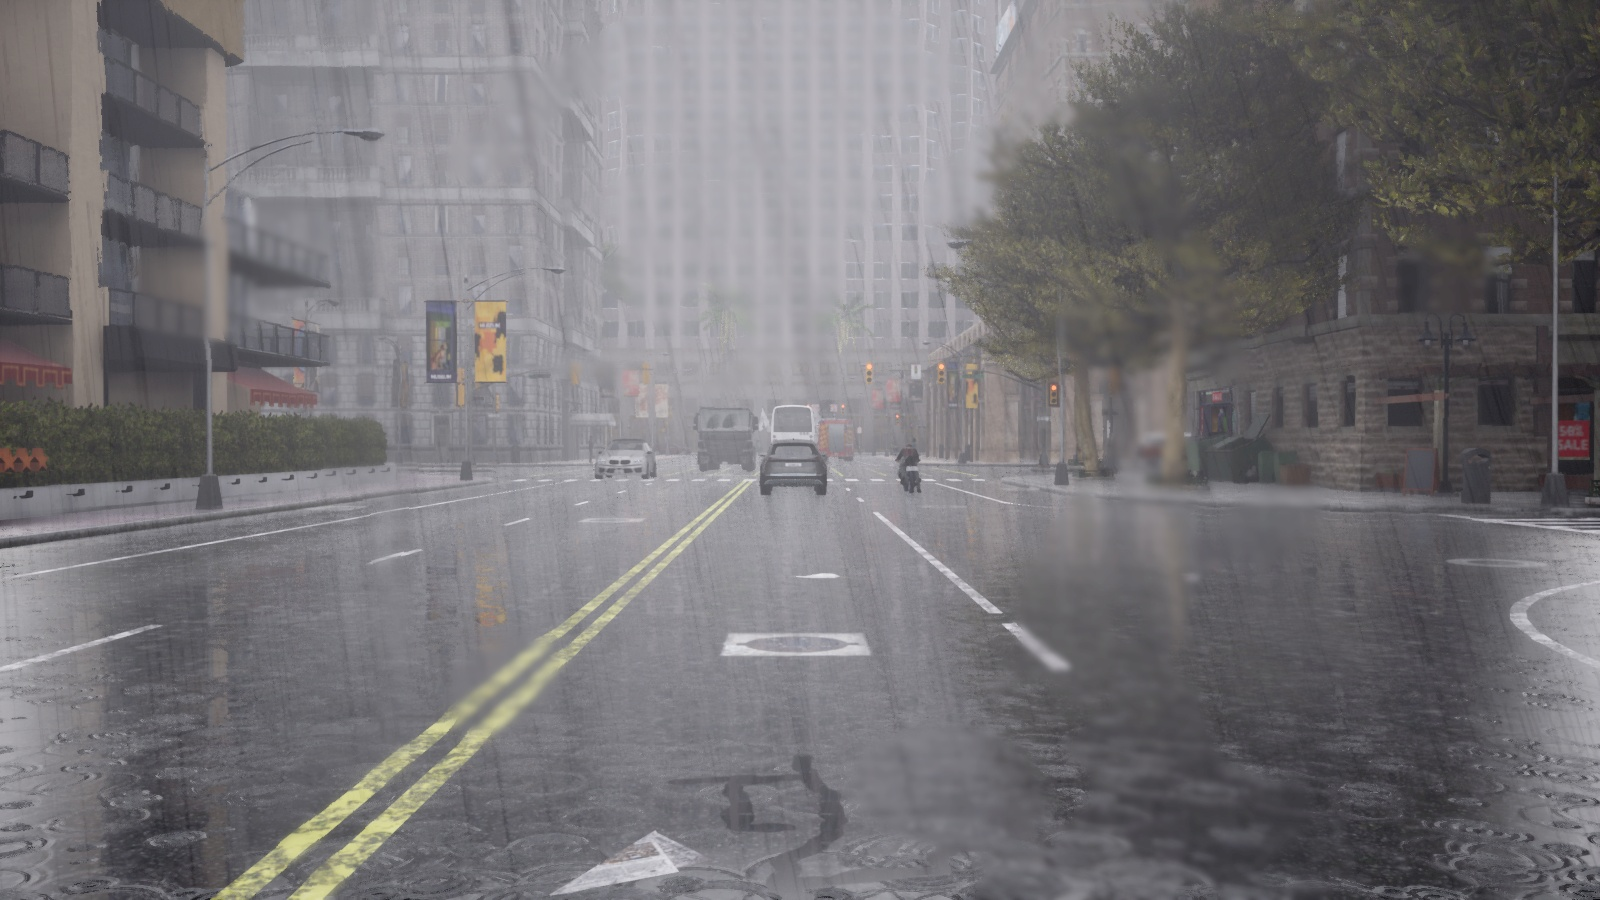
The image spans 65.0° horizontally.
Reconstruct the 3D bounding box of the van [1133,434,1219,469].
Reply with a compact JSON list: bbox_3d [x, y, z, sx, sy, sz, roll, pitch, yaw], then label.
[{"bbox_3d":[22.090,0.071,73.871,4.480,2.038,2.069,0,0,1],"label":"van"}]

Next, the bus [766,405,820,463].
[{"bbox_3d":[-0.563,-1.176,96.592,3.944,4.253,10.273,0,0,0],"label":"bus"}]

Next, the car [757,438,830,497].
[{"bbox_3d":[-0.196,0.465,37.376,2.033,1.649,4.856,0,0,0],"label":"car"}]

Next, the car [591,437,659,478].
[{"bbox_3d":[-7.291,0.287,52.748,2.242,1.667,4.611,0,0,0],"label":"car"}]

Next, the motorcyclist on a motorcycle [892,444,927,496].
[{"bbox_3d":[3.298,0.569,38.045,0.866,1.530,2.191,0,0,0],"label":"motorcyclist on a motorcycle"}]

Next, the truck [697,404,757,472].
[{"bbox_3d":[-3.886,-0.625,68.399,2.891,3.462,7.936,0,0,0],"label":"truck"}]
